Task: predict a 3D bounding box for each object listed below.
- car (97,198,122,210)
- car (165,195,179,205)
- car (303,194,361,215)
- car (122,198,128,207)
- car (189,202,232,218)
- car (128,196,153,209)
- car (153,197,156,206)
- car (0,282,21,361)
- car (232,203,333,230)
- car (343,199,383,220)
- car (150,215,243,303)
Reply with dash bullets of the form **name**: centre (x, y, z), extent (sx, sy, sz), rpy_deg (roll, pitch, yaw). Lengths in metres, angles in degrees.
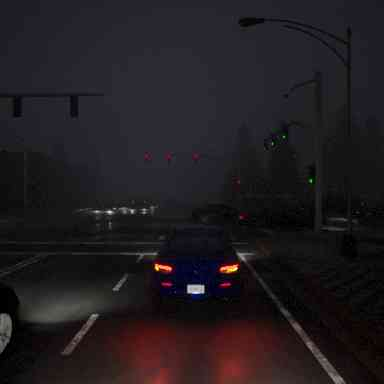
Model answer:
- **car**: centre (-10.645, 1.526, 42.293), extent (1.812, 1.442, 4.674), rpy_deg (0, 0, 0)
- **car**: centre (-3.469, 1.352, 58.187), extent (2.097, 1.767, 4.553), rpy_deg (0, 0, 0)
- **car**: centre (13.062, 1.222, 31.107), extent (5.566, 2.045, 2.150), rpy_deg (0, 0, 0)
- **car**: centre (-10.648, 1.601, 51.392), extent (1.895, 1.301, 4.718), rpy_deg (0, 0, 0)
- **car**: centre (2.273, 1.505, 23.962), extent (4.892, 1.490, 1.837), rpy_deg (0, 0, 1)
- **car**: centre (-7.149, 1.352, 46.353), extent (2.097, 1.767, 4.553), rpy_deg (0, 0, 0)
- **car**: centre (-7.136, 1.505, 55.495), extent (1.837, 1.490, 4.892), rpy_deg (0, 0, 0)
- **car**: centre (-3.442, 1.505, 2.954), extent (1.837, 1.490, 4.892), rpy_deg (0, 0, 0)
- **car**: centre (5.389, 1.547, 20.424), extent (5.357, 1.411, 2.033), rpy_deg (0, 0, 0)
- **car**: centre (15.883, 1.547, 27.608), extent (5.357, 1.411, 2.033), rpy_deg (0, 0, 0)
- **car**: centre (0.130, 1.526, 8.088), extent (1.812, 1.442, 4.674), rpy_deg (0, 0, 2)
